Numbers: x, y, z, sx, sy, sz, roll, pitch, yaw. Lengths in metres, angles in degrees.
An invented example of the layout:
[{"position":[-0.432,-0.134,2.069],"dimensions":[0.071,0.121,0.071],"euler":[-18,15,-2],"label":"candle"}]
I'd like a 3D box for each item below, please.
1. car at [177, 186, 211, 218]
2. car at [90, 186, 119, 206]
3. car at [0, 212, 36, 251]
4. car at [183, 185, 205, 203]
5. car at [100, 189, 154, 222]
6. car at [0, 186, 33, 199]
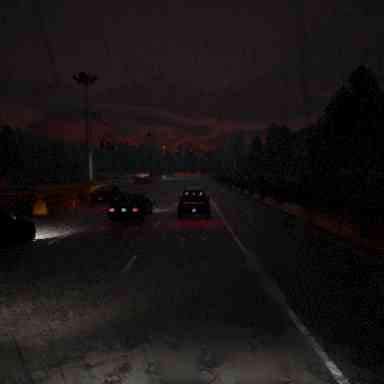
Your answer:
[{"position":[0.122,0.649,20.309],"dimensions":[2.128,1.511,4.902],"euler":[0,4,0],"label":"car"},{"position":[-6.845,0.202,27.279],"dimensions":[1.882,1.535,5.008],"euler":[0,4,0],"label":"car"},{"position":[-6.898,1.275,10.891],"dimensions":[1.994,1.385,4.181],"euler":[0,3,0],"label":"car"},{"position":[0.174,0.107,30.804],"dimensions":[1.895,1.301,4.718],"euler":[0,4,0],"label":"car"},{"position":[-3.385,0.784,19.035],"dimensions":[2.033,1.411,5.357],"euler":[0,4,0],"label":"car"},{"position":[-14.026,0.311,25.996],"dimensions":[1.837,1.490,4.892],"euler":[0,3,1],"label":"car"}]
